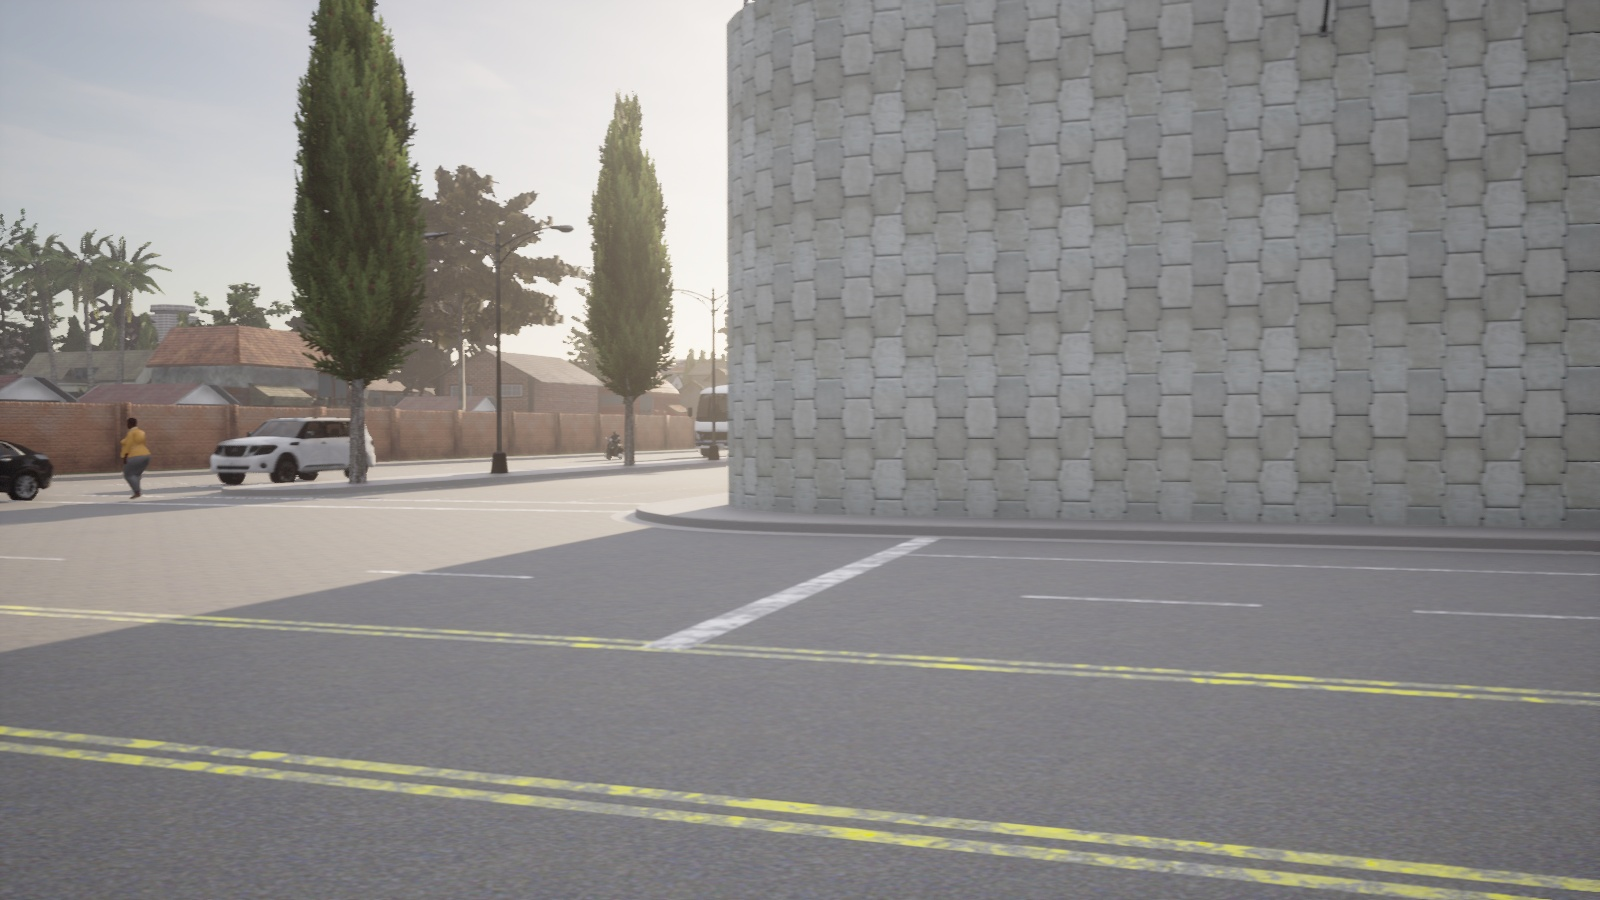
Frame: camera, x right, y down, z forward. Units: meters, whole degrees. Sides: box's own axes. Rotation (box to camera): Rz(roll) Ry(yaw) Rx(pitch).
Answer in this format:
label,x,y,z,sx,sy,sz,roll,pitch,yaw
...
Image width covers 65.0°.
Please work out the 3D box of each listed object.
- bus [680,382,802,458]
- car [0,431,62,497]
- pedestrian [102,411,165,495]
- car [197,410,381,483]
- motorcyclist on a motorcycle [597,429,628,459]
label,x,y,z,sx,sy,sz,roll,pitch,yaw
bus,-3.352,-1.778,75.875,3.944,4.253,10.273,1,1,18
car,-19.091,0.317,27.642,1.837,1.490,4.892,1,1,18
pedestrian,-15.000,0.064,28.291,0.900,1.855,0.874,0,1,11
car,-15.522,-0.127,38.579,2.150,2.045,5.566,1,1,18
motorcyclist on a motorcycle,-9.978,-0.329,66.879,0.866,1.590,1.817,1,1,18
